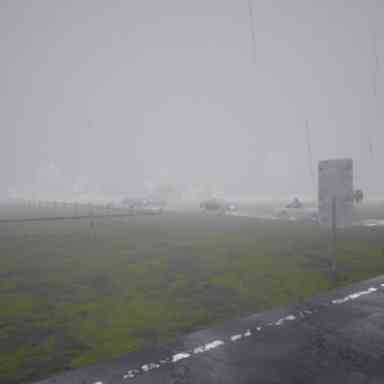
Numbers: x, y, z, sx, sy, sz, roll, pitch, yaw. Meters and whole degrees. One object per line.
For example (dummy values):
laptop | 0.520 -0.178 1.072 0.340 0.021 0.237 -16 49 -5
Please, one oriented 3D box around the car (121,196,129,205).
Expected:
car | -11.603 1.566 61.985 2.128 1.511 4.902 0 0 -35

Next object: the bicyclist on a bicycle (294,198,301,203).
bicyclist on a bicycle | 11.059 1.406 35.108 1.656 1.620 0.582 -1 0 -35

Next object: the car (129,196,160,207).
car | -7.282 1.395 50.939 2.097 1.767 4.553 0 0 -35

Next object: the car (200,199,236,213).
car | 2.780 1.484 36.513 2.128 1.511 4.902 0 0 -35

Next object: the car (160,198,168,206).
car | -5.882 1.585 53.920 2.033 1.411 5.357 0 0 -34

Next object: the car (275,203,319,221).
car | 9.219 1.561 27.324 1.895 1.301 4.718 0 0 -35
